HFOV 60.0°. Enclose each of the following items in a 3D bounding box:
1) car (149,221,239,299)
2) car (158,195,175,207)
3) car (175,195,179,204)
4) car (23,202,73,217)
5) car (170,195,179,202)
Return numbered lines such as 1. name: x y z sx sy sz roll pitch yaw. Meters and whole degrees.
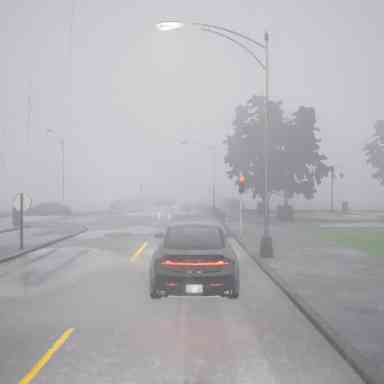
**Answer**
1. car: 0.061 1.505 8.454 1.837 1.490 4.892 0 0 0
2. car: -4.091 1.505 50.889 1.837 1.490 4.892 0 0 0
3. car: -4.051 1.601 63.005 1.895 1.301 4.718 0 0 1
4. car: -13.093 1.564 30.390 4.181 1.385 1.994 0 0 0
5. car: -3.995 1.493 75.913 1.837 1.490 4.892 0 0 0
